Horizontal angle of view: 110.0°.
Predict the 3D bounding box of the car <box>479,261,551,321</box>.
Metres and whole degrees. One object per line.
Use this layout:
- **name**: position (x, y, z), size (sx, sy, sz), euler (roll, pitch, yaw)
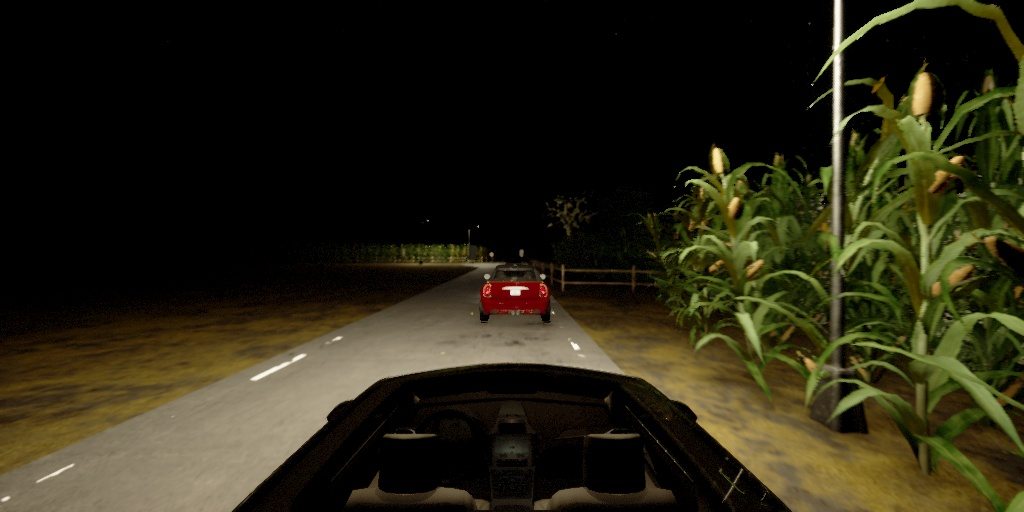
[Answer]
- **car**: position (0.097, 1.037, 12.204), size (2.097, 1.767, 4.553), euler (0, 0, 0)
